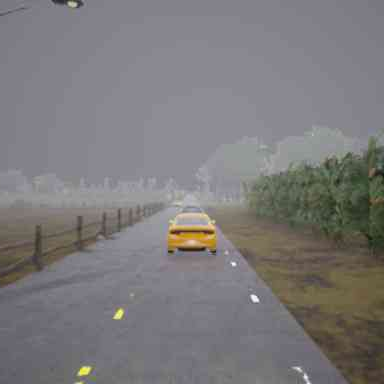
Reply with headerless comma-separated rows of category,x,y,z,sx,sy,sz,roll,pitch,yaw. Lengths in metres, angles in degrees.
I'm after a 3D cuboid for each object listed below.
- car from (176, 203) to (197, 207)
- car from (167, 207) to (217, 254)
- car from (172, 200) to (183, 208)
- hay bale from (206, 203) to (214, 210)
car,-0.005,1.893,27.562,2.033,1.411,5.357,0,-1,0
car,0.022,1.646,14.271,1.882,1.535,5.008,0,0,1
car,-2.799,2.368,65.049,1.882,1.535,5.008,0,-1,0
hay bale,3.086,2.431,56.893,1.220,1.180,1.240,-1,-2,0
